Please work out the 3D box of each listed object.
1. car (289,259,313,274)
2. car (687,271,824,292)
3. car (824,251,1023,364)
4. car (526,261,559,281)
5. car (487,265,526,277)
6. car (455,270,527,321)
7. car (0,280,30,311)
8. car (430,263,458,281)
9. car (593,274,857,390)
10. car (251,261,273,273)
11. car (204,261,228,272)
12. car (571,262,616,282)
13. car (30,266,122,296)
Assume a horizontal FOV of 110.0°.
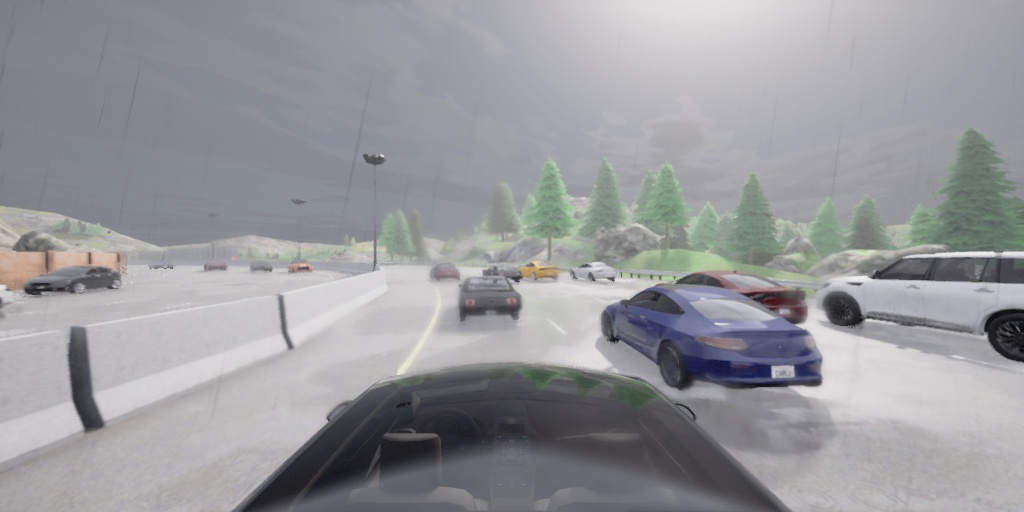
[{"bbox_3d":[-25.378,1.154,43.097,2.097,1.767,4.553,0,0,-38],"label":"car"},{"bbox_3d":[6.255,1.180,11.028,1.882,1.535,5.008,0,0,-6],"label":"car"},{"bbox_3d":[10.084,0.910,8.062,2.150,2.045,5.566,0,0,-5],"label":"car"},{"bbox_3d":[2.077,1.169,29.054,1.882,1.535,5.008,0,0,-19],"label":"car"},{"bbox_3d":[-0.858,1.310,27.040,1.895,1.301,4.718,0,0,-18],"label":"car"},{"bbox_3d":[-0.919,1.336,12.437,1.895,1.301,4.718,0,0,-8],"label":"car"},{"bbox_3d":[-18.557,1.351,10.909,1.812,1.442,4.674,0,0,-10],"label":"car"},{"bbox_3d":[-5.624,1.292,29.793,1.994,1.385,4.181,0,0,-20],"label":"car"},{"bbox_3d":[3.163,1.251,6.693,1.812,1.442,4.674,0,0,-4],"label":"car"},{"bbox_3d":[-30.987,1.334,44.410,1.837,1.490,4.892,0,0,-42],"label":"car"},{"bbox_3d":[-39.703,1.341,48.109,5.008,1.535,1.882,0,0,41],"label":"car"},{"bbox_3d":[6.237,1.199,27.659,1.812,1.442,4.674,0,0,-16],"label":"car"},{"bbox_3d":[-24.605,1.344,20.348,1.837,1.490,4.892,0,0,-20],"label":"car"}]
